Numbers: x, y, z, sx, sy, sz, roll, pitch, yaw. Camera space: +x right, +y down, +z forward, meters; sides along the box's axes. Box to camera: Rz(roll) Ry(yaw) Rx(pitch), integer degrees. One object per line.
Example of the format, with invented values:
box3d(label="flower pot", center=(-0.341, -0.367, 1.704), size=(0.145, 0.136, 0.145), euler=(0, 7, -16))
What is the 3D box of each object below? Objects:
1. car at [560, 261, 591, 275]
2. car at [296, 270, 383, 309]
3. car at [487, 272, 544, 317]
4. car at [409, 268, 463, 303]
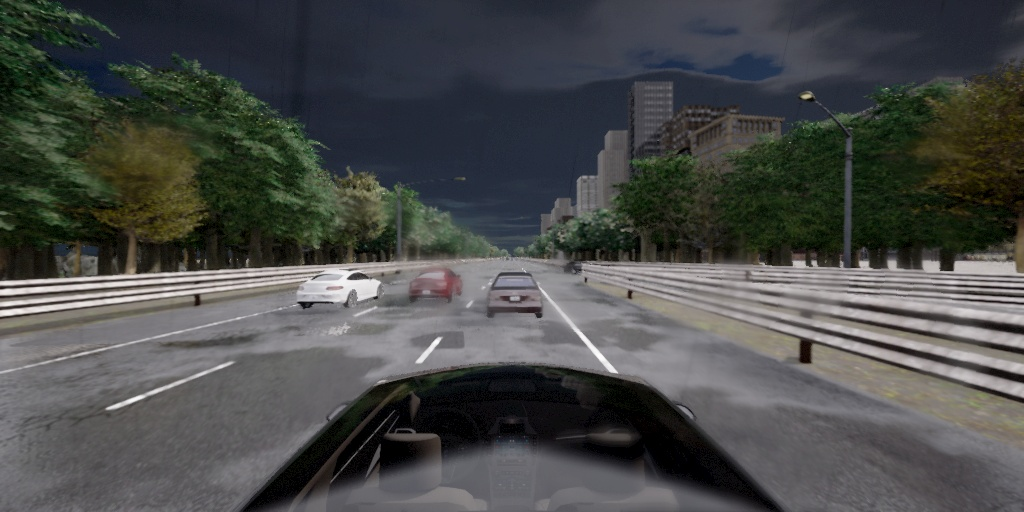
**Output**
box3d(label="car", center=(7.230, 1.315, 40.892), size=(1.837, 1.490, 4.892), euler=(0, 0, -17))
box3d(label="car", center=(-6.903, 1.276, 14.778), size=(1.812, 1.442, 4.674), euler=(0, 0, 0))
box3d(label="car", center=(0.099, 1.298, 13.047), size=(2.033, 1.411, 5.357), euler=(0, 0, 0))
box3d(label="car", center=(-3.415, 1.277, 16.582), size=(1.812, 1.442, 4.674), euler=(0, 0, 0))
